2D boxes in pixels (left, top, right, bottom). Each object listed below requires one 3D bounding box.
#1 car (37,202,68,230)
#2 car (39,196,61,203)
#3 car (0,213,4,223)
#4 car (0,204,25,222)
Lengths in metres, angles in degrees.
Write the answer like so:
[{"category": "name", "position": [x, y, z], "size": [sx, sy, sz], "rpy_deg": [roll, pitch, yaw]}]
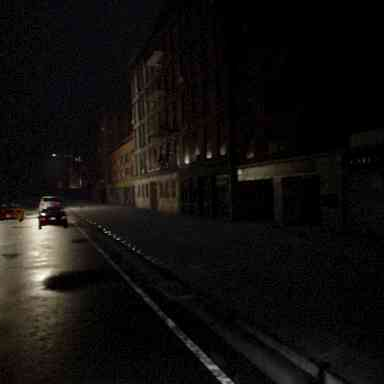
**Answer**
[{"category": "car", "position": [-9.631, 1.721, 22.964], "size": [2.033, 1.411, 5.357], "rpy_deg": [-2, 0, -24]}, {"category": "car", "position": [-16.557, 1.529, 38.792], "size": [2.150, 2.045, 5.566], "rpy_deg": [-2, 0, -23]}, {"category": "car", "position": [-8.662, 1.767, 12.663], "size": [1.994, 1.385, 4.181], "rpy_deg": [-2, 0, -24]}, {"category": "car", "position": [-16.016, 1.821, 29.517], "size": [1.882, 1.535, 5.008], "rpy_deg": [-2, 0, -24]}]
